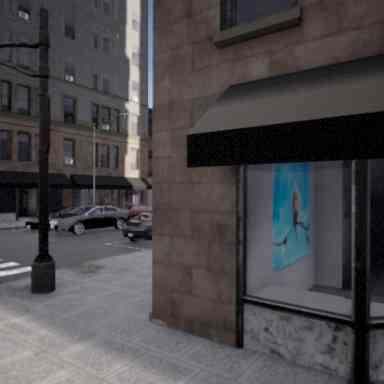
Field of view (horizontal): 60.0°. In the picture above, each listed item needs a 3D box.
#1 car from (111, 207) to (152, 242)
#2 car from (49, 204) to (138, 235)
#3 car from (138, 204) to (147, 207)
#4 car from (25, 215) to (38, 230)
[{"bbox_3d":[-1.314,1.568,15.720,2.008,1.369,4.403,0,0,35],"label":"car"},{"bbox_3d":[-5.731,1.489,18.980,2.128,1.511,4.902,0,0,35],"label":"car"},{"bbox_3d":[-4.572,1.574,24.998,1.802,1.307,4.206,0,0,35],"label":"car"},{"bbox_3d":[-7.860,1.554,20.363,1.947,1.339,4.313,0,0,35],"label":"car"}]
